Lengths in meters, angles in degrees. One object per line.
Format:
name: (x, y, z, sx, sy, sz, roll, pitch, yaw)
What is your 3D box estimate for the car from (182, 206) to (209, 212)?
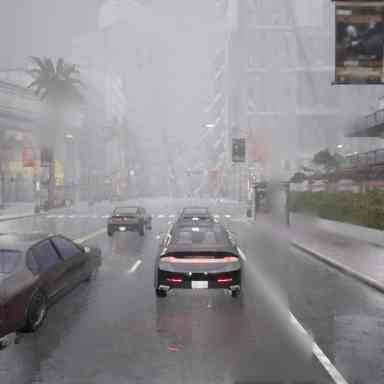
car: (0.174, 1.505, 17.962, 1.837, 1.490, 4.892, 0, 0, 0)

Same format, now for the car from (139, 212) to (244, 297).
car: (0.145, 1.492, 8.544, 2.128, 1.511, 4.902, 0, 0, 0)

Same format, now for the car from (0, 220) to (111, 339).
car: (-3.367, 1.547, 6.677, 2.033, 1.411, 5.357, 0, 0, 0)

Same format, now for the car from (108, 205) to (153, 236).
car: (-3.323, 1.505, 18.340, 1.837, 1.490, 4.892, 0, 0, 0)
